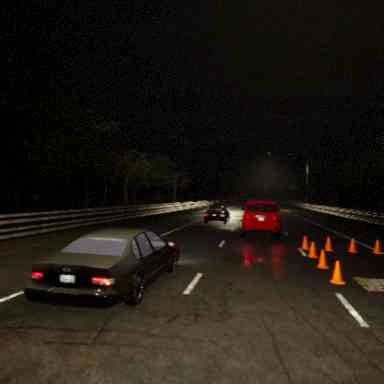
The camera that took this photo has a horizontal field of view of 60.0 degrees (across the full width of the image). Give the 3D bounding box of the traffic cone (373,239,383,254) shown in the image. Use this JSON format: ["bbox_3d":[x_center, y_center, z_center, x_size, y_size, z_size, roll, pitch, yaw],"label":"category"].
[{"bbox_3d":[8.045,2.356,14.426,0.340,0.580,0.340,2,-1,11],"label":"traffic cone"}]

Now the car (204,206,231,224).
[{"bbox_3d":[2.234,1.920,28.786,2.033,1.411,5.357,2,-1,11],"label":"car"}]

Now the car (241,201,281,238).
[{"bbox_3d":[4.188,1.568,20.368,2.150,2.045,5.566,2,0,11],"label":"car"}]

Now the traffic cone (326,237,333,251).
[{"bbox_3d":[6.082,2.300,14.801,0.340,0.580,0.340,2,-1,11],"label":"traffic cone"}]

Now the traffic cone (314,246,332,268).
[{"bbox_3d":[4.351,2.208,11.060,0.340,0.580,0.340,2,-1,11],"label":"traffic cone"}]

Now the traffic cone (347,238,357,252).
[{"bbox_3d":[7.064,2.328,14.613,0.340,0.580,0.340,2,-1,11],"label":"traffic cone"}]

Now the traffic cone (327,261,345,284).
[{"bbox_3d":[3.977,2.176,9.095,0.340,0.580,0.340,2,-1,11],"label":"traffic cone"}]

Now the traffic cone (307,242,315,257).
[{"bbox_3d":[4.726,2.240,13.024,0.340,0.580,0.340,2,-1,11],"label":"traffic cone"}]

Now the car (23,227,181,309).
[{"bbox_3d":[-1.691,1.585,8.209,2.033,1.411,5.357,2,-1,11],"label":"car"}]

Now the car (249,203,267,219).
[{"bbox_3d":[7.655,2.115,38.551,1.882,1.535,5.008,2,0,11],"label":"car"}]
